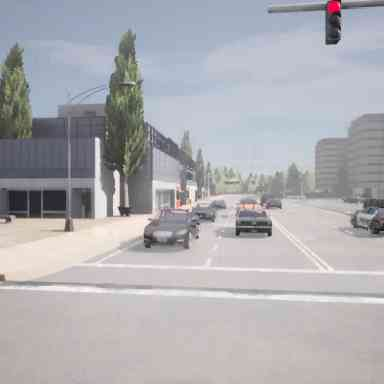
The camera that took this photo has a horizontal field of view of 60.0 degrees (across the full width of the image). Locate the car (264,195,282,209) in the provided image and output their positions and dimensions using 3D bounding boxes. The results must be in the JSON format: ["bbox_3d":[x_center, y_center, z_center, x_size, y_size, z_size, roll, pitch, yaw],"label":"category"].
[{"bbox_3d":[10.929,1.491,44.592,2.128,1.511,4.902,0,0,9],"label":"car"}]

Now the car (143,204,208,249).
[{"bbox_3d":[-0.741,1.491,14.696,2.128,1.511,4.902,0,0,8],"label":"car"}]

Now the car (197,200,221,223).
[{"bbox_3d":[0.880,1.564,25.626,1.994,1.385,4.181,0,0,8],"label":"car"}]

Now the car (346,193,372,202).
[{"bbox_3d":[31.428,1.156,61.880,3.866,1.878,1.905,0,0,7],"label":"car"}]

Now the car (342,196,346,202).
[{"bbox_3d":[31.834,1.153,64.746,4.605,1.855,1.932,0,0,7],"label":"car"}]

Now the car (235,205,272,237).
[{"bbox_3d":[3.344,1.601,18.384,1.895,1.301,4.718,0,0,8],"label":"car"}]

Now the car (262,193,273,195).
[{"bbox_3d":[12.368,1.221,54.632,2.150,2.045,5.566,0,0,8],"label":"car"}]

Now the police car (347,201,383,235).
[{"bbox_3d":[10.575,1.509,18.734,2.038,1.542,4.974,0,0,8],"label":"police car"}]

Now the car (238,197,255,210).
[{"bbox_3d":[7.208,1.492,44.060,2.128,1.511,4.902,0,0,9],"label":"car"}]

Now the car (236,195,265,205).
[{"bbox_3d":[4.992,1.352,29.430,2.097,1.767,4.553,0,0,9],"label":"car"}]

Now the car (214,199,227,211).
[{"bbox_3d":[3.271,1.563,41.509,1.994,1.385,4.181,0,0,9],"label":"car"}]
